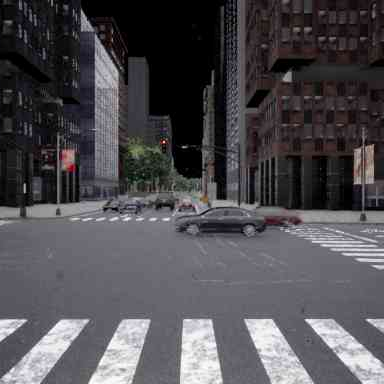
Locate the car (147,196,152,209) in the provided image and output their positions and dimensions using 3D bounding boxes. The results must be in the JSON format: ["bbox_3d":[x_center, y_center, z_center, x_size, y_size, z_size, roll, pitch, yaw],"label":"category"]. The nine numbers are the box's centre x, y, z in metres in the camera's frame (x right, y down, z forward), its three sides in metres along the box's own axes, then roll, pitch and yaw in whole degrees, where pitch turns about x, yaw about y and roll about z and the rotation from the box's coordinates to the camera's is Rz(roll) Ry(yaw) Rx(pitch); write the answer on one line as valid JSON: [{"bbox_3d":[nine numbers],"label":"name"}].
[{"bbox_3d":[-6.490,1.587,45.404,1.994,1.385,4.181,0,0,-1],"label":"car"}]

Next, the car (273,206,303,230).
[{"bbox_3d":[4.777,1.612,21.730,4.674,1.442,1.812,1,0,10],"label":"car"}]

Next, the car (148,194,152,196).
[{"bbox_3d":[-6.530,1.551,55.597,1.837,1.490,4.892,0,0,0],"label":"car"}]

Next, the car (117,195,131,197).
[{"bbox_3d":[-9.144,1.335,44.397,2.192,1.841,5.009,0,0,0],"label":"car"}]

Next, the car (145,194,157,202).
[{"bbox_3d":[-9.337,1.417,76.953,2.192,1.841,5.009,0,0,0],"label":"car"}]

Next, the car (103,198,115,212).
[{"bbox_3d":[-9.111,1.574,38.971,1.947,1.339,4.313,0,0,0],"label":"car"}]

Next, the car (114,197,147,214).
[{"bbox_3d":[-6.434,1.548,35.450,2.033,1.411,5.357,0,0,-1],"label":"car"}]

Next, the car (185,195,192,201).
[{"bbox_3d":[-0.876,1.574,87.843,1.967,1.590,4.097,0,0,0],"label":"car"}]

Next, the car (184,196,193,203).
[{"bbox_3d":[-0.780,1.613,71.738,1.752,1.417,4.829,0,0,0],"label":"car"}]

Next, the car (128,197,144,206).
[{"bbox_3d":[-9.206,1.570,55.079,1.752,1.417,4.829,0,0,0],"label":"car"}]

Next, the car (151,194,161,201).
[{"bbox_3d":[-9.401,1.449,87.805,2.192,1.841,5.009,0,0,0],"label":"car"}]

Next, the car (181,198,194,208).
[{"bbox_3d":[-0.650,1.615,49.868,1.802,1.307,4.206,0,0,0],"label":"car"}]

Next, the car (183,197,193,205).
[{"bbox_3d":[-0.715,1.603,60.718,1.887,1.381,4.507,0,0,0],"label":"car"}]

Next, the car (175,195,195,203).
[{"bbox_3d":[-0.586,1.448,39.019,1.967,1.590,4.097,0,0,0],"label":"car"}]

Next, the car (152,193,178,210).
[{"bbox_3d":[-3.300,1.236,42.133,2.150,2.045,5.566,0,0,0],"label":"car"}]

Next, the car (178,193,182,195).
[{"bbox_3d":[-3.500,1.425,66.669,2.097,1.767,4.553,0,0,0],"label":"car"}]

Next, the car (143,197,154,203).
[{"bbox_3d":[-9.304,1.669,71.527,1.802,1.307,4.206,0,0,0],"label":"car"}]

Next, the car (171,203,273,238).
[{"bbox_3d":[1.502,1.552,17.646,4.892,1.490,1.837,1,0,0],"label":"car"}]

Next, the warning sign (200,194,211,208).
[{"bbox_3d":[1.703,1.132,42.703,1.300,1.860,1.060,0,0,0],"label":"warning sign"}]
